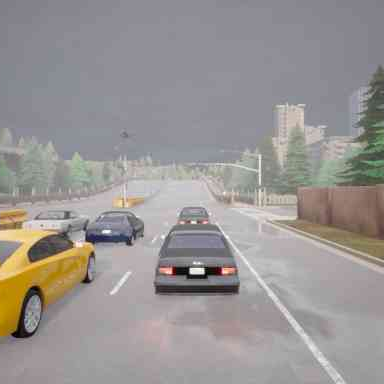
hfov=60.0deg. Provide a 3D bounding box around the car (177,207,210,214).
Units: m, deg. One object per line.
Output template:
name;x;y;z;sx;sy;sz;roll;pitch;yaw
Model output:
car;0.105;1.547;18.893;2.033;1.411;5.357;0;0;1

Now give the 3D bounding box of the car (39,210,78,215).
car;-6.916;1.601;17.603;1.895;1.301;4.718;0;0;0

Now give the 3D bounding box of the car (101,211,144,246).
car;-3.420;1.564;15.374;1.994;1.385;4.181;0;0;0

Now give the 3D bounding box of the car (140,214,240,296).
car;0.092;1.547;8.827;2.033;1.411;5.357;0;0;0

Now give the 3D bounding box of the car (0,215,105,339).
car;-3.406;1.478;6.617;1.882;1.535;5.008;0;0;0
